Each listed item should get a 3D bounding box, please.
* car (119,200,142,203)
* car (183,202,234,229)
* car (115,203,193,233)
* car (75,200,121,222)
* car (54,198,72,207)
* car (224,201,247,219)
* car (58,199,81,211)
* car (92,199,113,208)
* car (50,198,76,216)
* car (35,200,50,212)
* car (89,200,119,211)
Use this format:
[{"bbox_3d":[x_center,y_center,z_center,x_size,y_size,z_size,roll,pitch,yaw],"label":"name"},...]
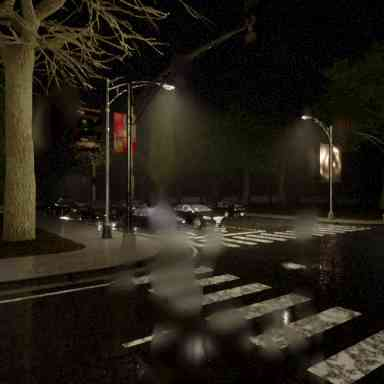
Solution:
[{"bbox_3d":[-5.255,1.474,29.761,2.097,1.767,4.553,0,0,-36],"label":"car"},{"bbox_3d":[0.166,1.568,22.319,2.128,1.511,4.902,0,0,-36],"label":"car"},{"bbox_3d":[-2.509,1.614,20.450,2.033,1.411,5.357,0,0,-36],"label":"car"},{"bbox_3d":[-7.941,1.677,27.926,1.994,1.385,4.181,0,0,-36],"label":"car"},{"bbox_3d":[-23.665,1.907,60.957,1.837,1.490,4.892,0,-1,-36],"label":"car"},{"bbox_3d":[2.817,1.625,30.049,1.837,1.490,4.892,0,0,-36],"label":"car"},{"bbox_3d":[-17.081,1.774,46.099,1.812,1.442,4.674,0,-1,-36],"label":"car"},{"bbox_3d":[-14.466,1.832,53.714,1.812,1.442,4.674,0,0,-36],"label":"car"},{"bbox_3d":[-13.143,1.667,35.090,1.837,1.490,4.892,0,0,-36],"label":"car"},{"bbox_3d":[-19.012,1.794,43.218,1.994,1.385,4.181,0,-1,-35],"label":"car"},{"bbox_3d":[-11.897,1.776,44.759,2.033,1.411,5.357,0,-1,-36],"label":"car"}]
